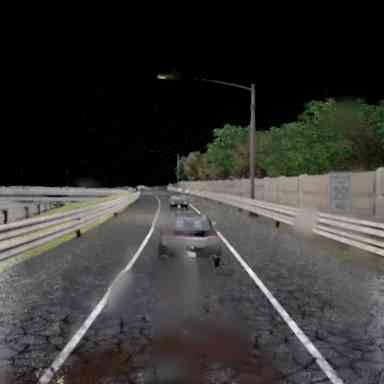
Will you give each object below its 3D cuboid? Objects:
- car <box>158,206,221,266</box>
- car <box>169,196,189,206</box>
[{"bbox_3d":[-0.115,1.461,11.424,2.128,1.511,4.902,0,1,-2],"label":"car"},{"bbox_3d":[-1.440,1.037,34.207,1.895,1.301,4.718,0,1,-5],"label":"car"}]
